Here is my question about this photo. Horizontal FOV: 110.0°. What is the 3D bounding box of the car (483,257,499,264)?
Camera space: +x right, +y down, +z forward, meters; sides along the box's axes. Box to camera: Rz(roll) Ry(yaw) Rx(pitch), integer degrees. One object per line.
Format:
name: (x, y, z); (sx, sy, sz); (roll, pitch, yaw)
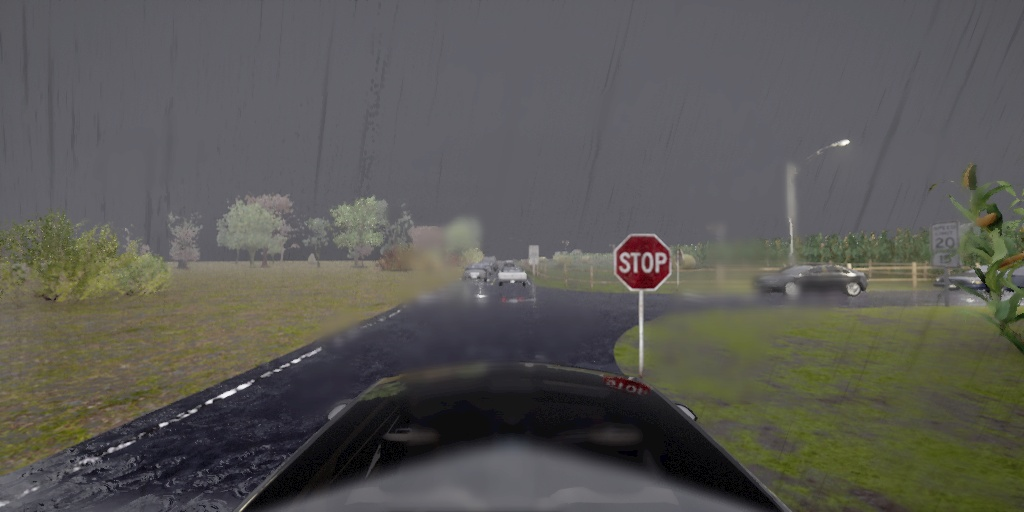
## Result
car: (-3.174, 1.135, 50.142); (2.150, 2.045, 5.566); (0, 0, -1)

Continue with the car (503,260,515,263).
car: (-0.476, 1.439, 61.656); (1.882, 1.535, 5.008); (0, 0, -1)

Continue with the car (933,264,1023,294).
car: (24.226, 1.117, 17.595); (5.357, 1.411, 2.033); (-1, -1, -1)

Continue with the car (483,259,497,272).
car: (-3.079, 1.364, 39.865); (2.128, 1.511, 4.902); (0, 0, -1)

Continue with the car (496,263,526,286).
car: (0.014, 1.425, 26.454); (1.895, 1.301, 4.718); (0, 0, 0)

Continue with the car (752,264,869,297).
car: (14.396, 1.169, 17.449); (4.892, 1.490, 1.837); (-1, -1, -1)

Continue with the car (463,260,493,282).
car: (-2.938, 1.327, 29.928); (2.128, 1.511, 4.902); (0, 0, -2)
